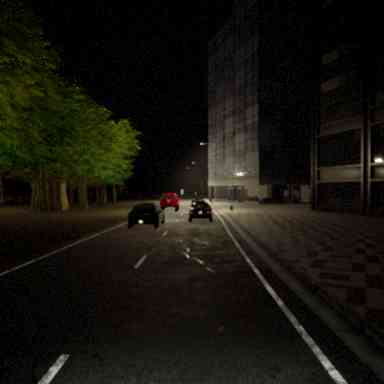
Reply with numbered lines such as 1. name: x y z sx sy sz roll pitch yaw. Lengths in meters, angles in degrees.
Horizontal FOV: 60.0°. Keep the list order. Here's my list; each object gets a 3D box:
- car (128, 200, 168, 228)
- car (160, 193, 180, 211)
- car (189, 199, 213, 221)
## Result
1. car: -2.941 1.494 22.062 1.837 1.490 4.892 0 0 2
2. car: -2.689 1.205 40.176 2.150 2.045 5.566 0 -1 -1
3. car: 0.700 1.537 26.674 2.033 1.411 5.357 0 0 2
